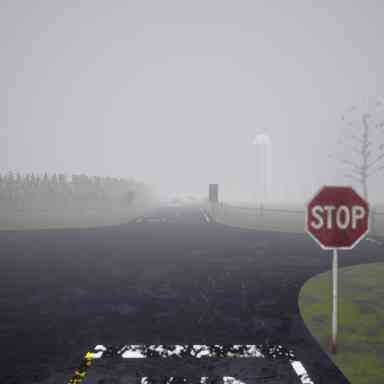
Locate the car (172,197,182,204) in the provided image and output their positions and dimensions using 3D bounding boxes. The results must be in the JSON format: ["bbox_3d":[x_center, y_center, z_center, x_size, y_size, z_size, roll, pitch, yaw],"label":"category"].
[{"bbox_3d":[-2.939,1.651,65.382,1.895,1.301,4.718,0,0,0],"label":"car"}]

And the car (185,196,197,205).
[{"bbox_3d":[-0.175,1.520,60.822,1.882,1.535,5.008,0,0,0],"label":"car"}]

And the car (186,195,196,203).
[{"bbox_3d":[-0.209,1.512,71.241,2.128,1.511,4.902,0,0,0],"label":"car"}]
